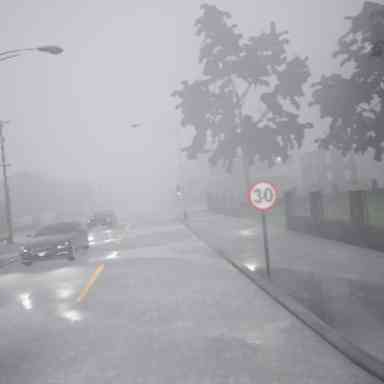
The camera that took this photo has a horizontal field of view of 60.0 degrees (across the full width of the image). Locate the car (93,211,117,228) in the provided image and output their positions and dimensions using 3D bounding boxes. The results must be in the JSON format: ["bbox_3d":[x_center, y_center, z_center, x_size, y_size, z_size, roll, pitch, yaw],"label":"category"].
[{"bbox_3d":[-7.302,2.251,27.260,1.895,1.301,4.718,-5,0,-7],"label":"car"}]

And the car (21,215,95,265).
[{"bbox_3d":[-5.685,2.008,14.276,1.837,1.490,4.892,-5,0,-7],"label":"car"}]
